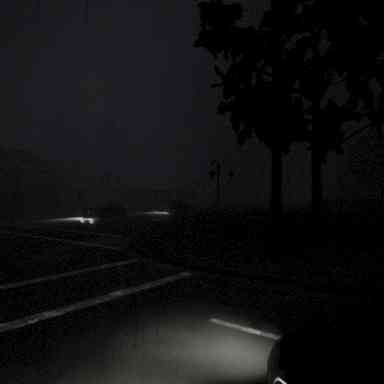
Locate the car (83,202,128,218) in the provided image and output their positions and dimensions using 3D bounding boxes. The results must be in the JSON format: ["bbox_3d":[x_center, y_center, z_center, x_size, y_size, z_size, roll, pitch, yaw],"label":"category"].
[{"bbox_3d":[-7.817,1.572,30.338,1.994,1.385,4.181,0,0,34],"label":"car"}]

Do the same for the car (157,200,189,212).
[{"bbox_3d":[-2.161,1.571,38.728,1.994,1.385,4.181,0,0,34],"label":"car"}]

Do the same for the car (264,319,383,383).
[{"bbox_3d":[2.747,1.525,2.016,4.674,1.442,1.812,0,0,36],"label":"car"}]
